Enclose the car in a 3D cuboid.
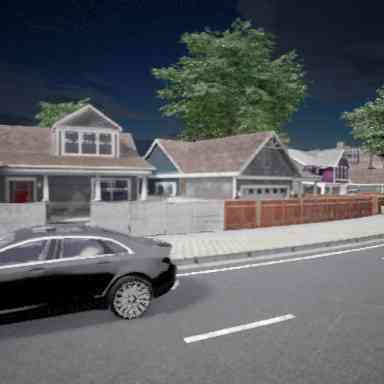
[{"bbox_3d":[-2.628,1.360,5.671,4.902,1.511,2.128,0,1,-26],"label":"car"}]
